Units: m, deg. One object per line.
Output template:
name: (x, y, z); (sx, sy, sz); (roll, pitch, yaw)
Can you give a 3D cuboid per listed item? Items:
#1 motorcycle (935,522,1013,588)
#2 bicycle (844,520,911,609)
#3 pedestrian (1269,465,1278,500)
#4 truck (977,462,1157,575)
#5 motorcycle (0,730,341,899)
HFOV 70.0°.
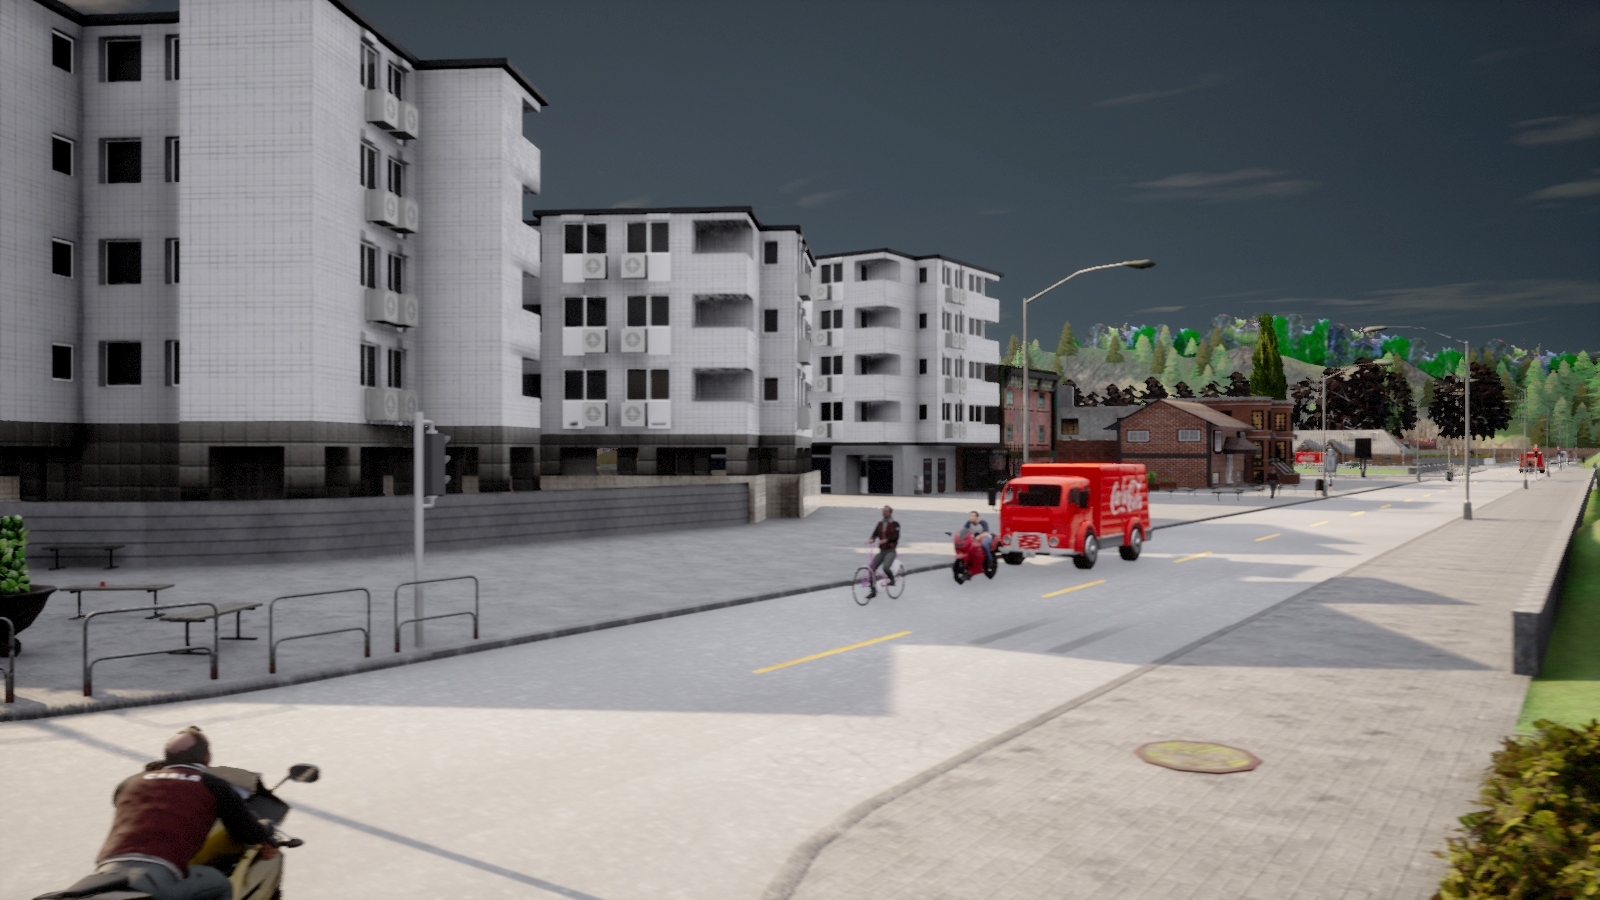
motorcycle: (3.703, 2.187, 24.187); (0.803, 1.199, 2.033); (0, 0, 35)
bicycle: (1.439, 2.062, 20.951); (0.329, 1.471, 1.835); (0, 0, 35)
pedestrian: (25.567, 1.747, 61.706); (0.375, 1.860, 0.375); (0, 0, 38)
truck: (6.794, 1.567, 28.566); (2.627, 2.467, 5.204); (0, 0, 35)
motorcycle: (-2.927, 2.206, 5.284); (0.867, 1.251, 2.209); (3, 0, -7)
